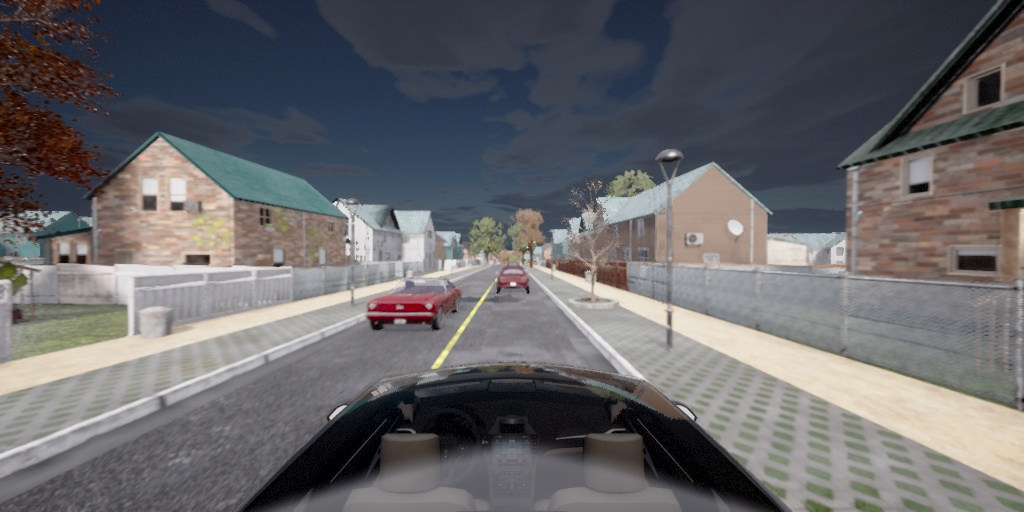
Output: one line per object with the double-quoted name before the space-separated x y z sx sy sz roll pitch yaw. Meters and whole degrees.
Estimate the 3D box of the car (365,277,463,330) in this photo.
"car" -2.801 1.351 11.220 1.895 1.301 4.718 0 0 1

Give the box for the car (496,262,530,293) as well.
"car" 0.072 1.285 20.913 1.812 1.442 4.674 0 0 0
